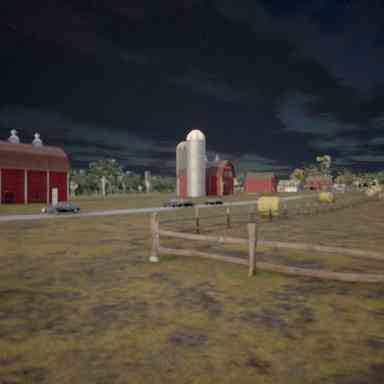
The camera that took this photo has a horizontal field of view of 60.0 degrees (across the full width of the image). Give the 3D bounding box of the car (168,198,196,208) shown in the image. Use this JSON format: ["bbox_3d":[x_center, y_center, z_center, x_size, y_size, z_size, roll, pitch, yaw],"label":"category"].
[{"bbox_3d":[-1.355,2.018,55.736,1.895,1.301,4.718,0,0,36],"label":"car"}]

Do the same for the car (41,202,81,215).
[{"bbox_3d":[-15.778,1.954,40.289,2.128,1.511,4.902,0,-1,35],"label":"car"}]

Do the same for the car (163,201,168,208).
[{"bbox_3d":[-3.053,1.906,58.255,1.882,1.535,5.008,0,0,36],"label":"car"}]

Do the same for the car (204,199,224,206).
[{"bbox_3d":[4.316,1.980,63.892,1.895,1.301,4.718,0,0,35],"label":"car"}]
